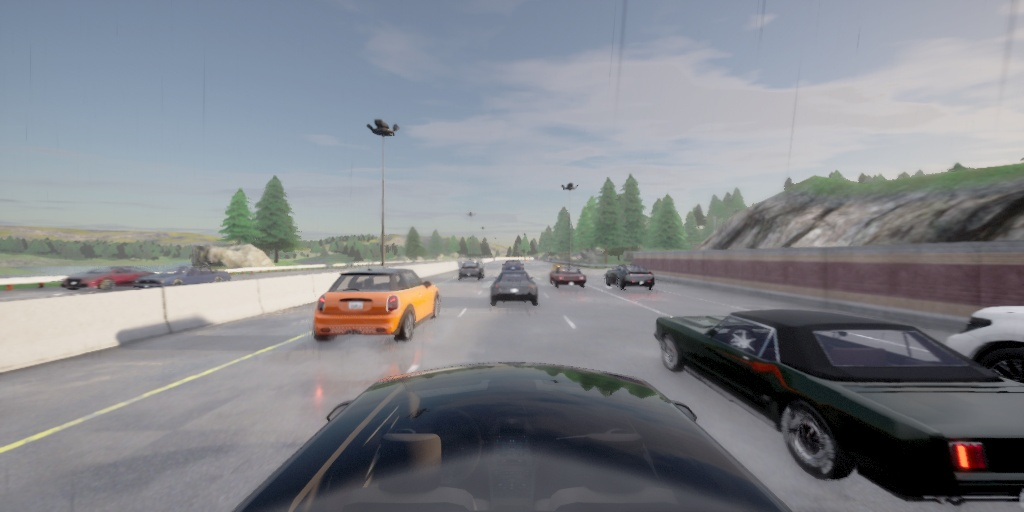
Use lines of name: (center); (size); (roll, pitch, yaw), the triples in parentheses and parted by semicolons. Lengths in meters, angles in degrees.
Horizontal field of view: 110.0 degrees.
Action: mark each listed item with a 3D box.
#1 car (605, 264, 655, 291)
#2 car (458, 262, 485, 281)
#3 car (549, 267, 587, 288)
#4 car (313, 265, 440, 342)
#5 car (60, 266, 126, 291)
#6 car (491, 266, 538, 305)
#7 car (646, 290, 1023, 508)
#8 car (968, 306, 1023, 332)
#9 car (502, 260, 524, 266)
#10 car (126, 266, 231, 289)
car: (7.094, 1.257, 22.036); (2.128, 1.511, 4.902); (0, 0, 0)
car: (-3.407, 1.264, 30.781); (2.128, 1.511, 4.902); (0, 0, 0)
car: (3.595, 1.368, 23.930); (1.895, 1.301, 4.718); (0, 0, 0)
car: (-3.402, 1.107, 9.932); (2.097, 1.767, 4.553); (0, 0, 0)
car: (-24.519, 1.329, 22.062); (1.994, 1.385, 4.181); (0, 0, 1)
car: (0.095, 1.325, 16.121); (1.994, 1.385, 4.181); (0, 0, 0)
car: (3.598, 1.354, 4.648); (1.895, 1.301, 4.718); (0, 0, 0)
car: (7.099, 0.974, 2.490); (2.150, 2.045, 5.566); (0, 0, 0)
car: (0.092, 1.127, 34.517); (2.097, 1.767, 4.553); (0, 0, 0)
car: (-21.005, 1.379, 23.257); (2.033, 1.411, 5.357); (0, 0, 0)
